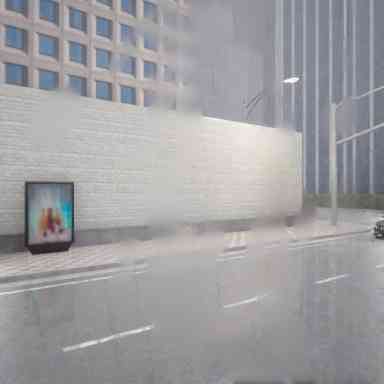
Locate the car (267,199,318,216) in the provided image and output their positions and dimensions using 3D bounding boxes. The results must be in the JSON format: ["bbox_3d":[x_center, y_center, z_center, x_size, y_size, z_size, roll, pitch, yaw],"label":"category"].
[{"bbox_3d":[10.417,1.547,34.837,2.128,1.511,4.902,0,0,-36],"label":"car"}]

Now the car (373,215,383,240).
[{"bbox_3d":[10.502,1.503,15.775,4.892,1.490,1.837,0,0,-35],"label":"car"}]

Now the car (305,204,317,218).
[{"bbox_3d":[9.037,1.533,30.751,1.882,1.535,5.008,0,0,-36],"label":"car"}]
